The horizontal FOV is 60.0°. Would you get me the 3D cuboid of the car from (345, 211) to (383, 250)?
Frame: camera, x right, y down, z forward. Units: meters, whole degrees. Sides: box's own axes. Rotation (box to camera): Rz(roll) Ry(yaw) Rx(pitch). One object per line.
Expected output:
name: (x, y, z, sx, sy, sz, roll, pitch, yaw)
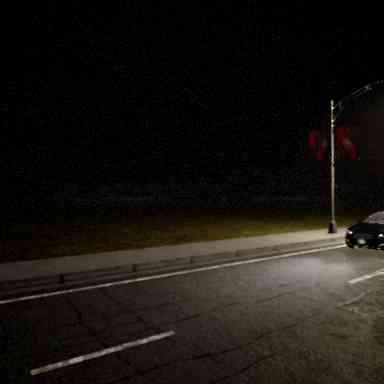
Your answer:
car: (8.140, 1.534, 13.453, 4.902, 1.511, 2.128, 0, 0, -35)
